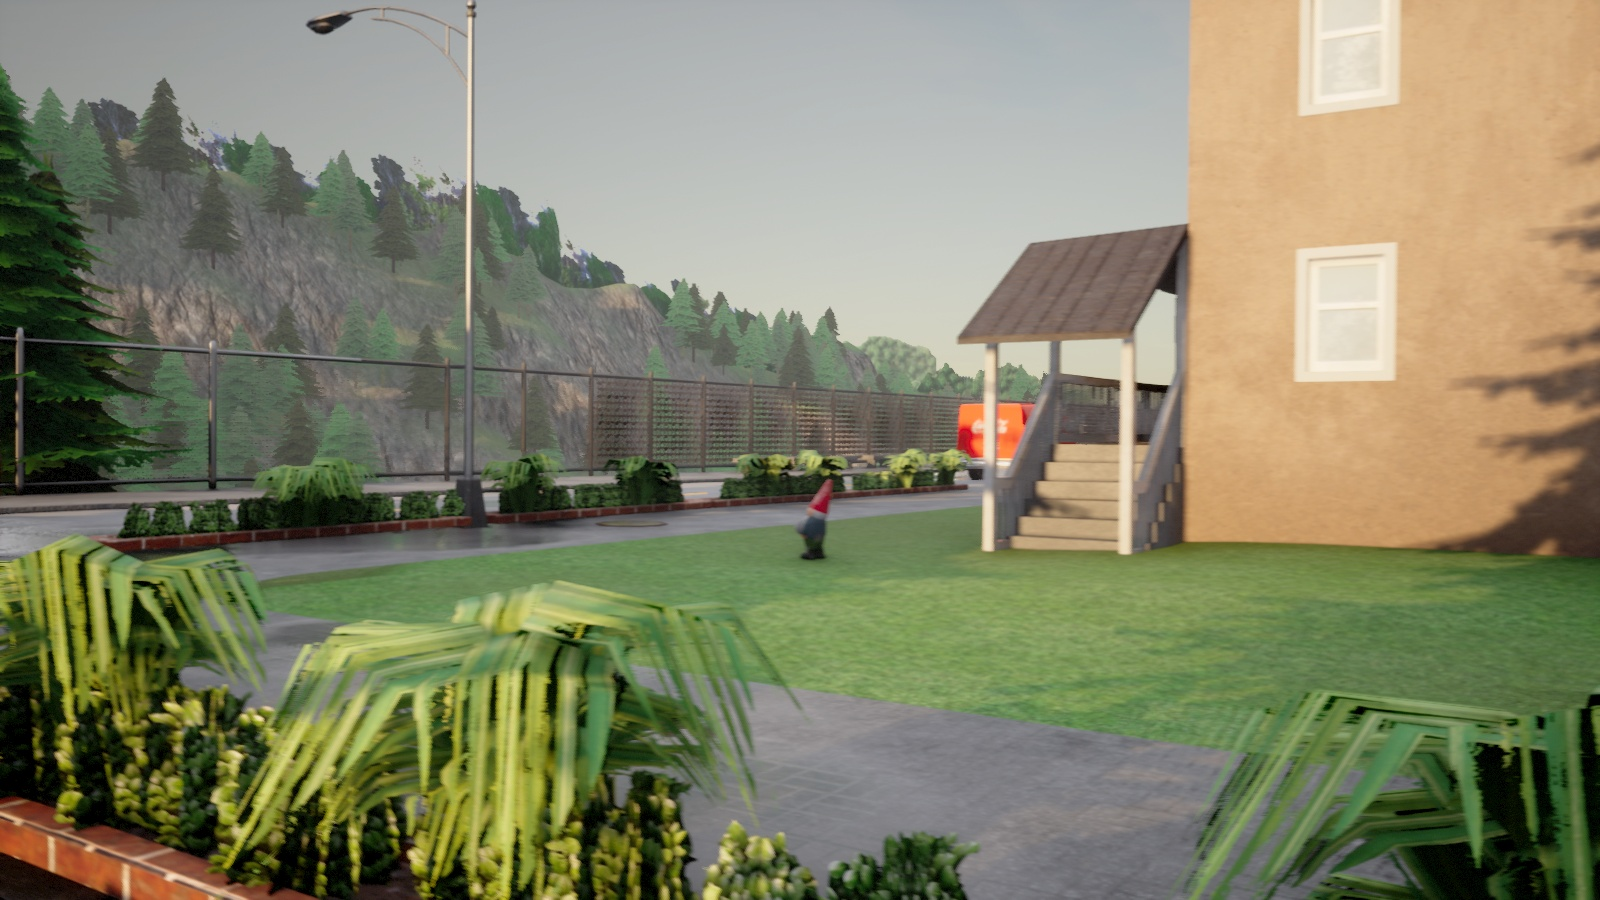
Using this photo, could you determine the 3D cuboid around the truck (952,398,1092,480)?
[{"bbox_3d":[7.320,-0.380,40.903,2.627,2.467,5.204,0,1,34],"label":"truck"}]
